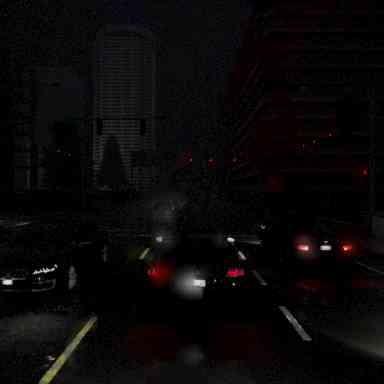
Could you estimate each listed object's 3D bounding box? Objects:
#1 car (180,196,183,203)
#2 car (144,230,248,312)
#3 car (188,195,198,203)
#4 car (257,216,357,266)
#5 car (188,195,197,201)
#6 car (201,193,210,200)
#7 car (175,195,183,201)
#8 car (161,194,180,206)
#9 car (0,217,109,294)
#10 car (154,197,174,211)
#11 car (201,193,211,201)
[{"bbox_3d":[-3.390,1.355,69.839,2.097,1.767,4.553,0,0,0],"label":"car"},{"bbox_3d":[0.081,1.564,7.820,1.994,1.385,4.181,0,0,0],"label":"car"},{"bbox_3d":[0.138,1.502,71.113,1.837,1.490,4.892,0,0,0],"label":"car"},{"bbox_3d":[3.607,1.547,11.437,2.033,1.411,5.357,0,0,0],"label":"car"},{"bbox_3d":[0.128,1.534,81.459,2.033,1.411,5.357,0,0,0],"label":"car"},{"bbox_3d":[3.642,1.207,90.481,2.150,2.045,5.566,0,0,0],"label":"car"},{"bbox_3d":[-3.366,1.509,85.212,1.812,1.442,4.674,0,0,0],"label":"car"},{"bbox_3d":[-3.502,1.492,55.025,2.128,1.511,4.902,0,0,0],"label":"car"},{"bbox_3d":[-3.586,1.505,8.913,1.837,1.490,4.892,0,0,0],"label":"car"},{"bbox_3d":[-3.538,1.592,40.452,1.895,1.301,4.718,0,0,0],"label":"car"},{"bbox_3d":[3.627,1.493,80.597,1.837,1.490,4.892,0,0,0],"label":"car"}]
